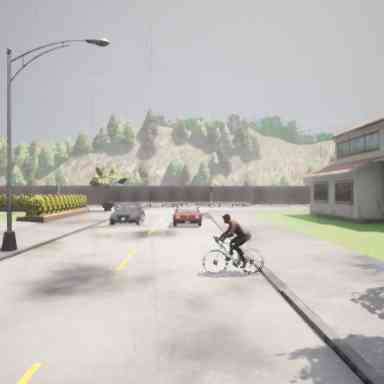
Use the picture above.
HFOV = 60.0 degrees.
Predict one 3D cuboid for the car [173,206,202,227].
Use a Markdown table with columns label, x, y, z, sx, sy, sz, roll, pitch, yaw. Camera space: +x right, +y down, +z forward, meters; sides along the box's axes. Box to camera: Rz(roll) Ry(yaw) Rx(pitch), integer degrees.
| label | x | y | z | sx | sy | sz | roll | pitch | yaw |
| --- | --- | --- | --- | --- | --- | --- | --- | --- | --- |
| car | -0.319 | 1.593 | 22.903 | 1.895 | 1.301 | 4.718 | 0 | 0 | -1 |

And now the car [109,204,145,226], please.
| label | x | y | z | sx | sy | sz | roll | pitch | yaw |
| --- | --- | --- | --- | --- | --- | --- | --- | --- | --- |
| car | -4.457 | 1.557 | 23.419 | 1.994 | 1.385 | 4.181 | 0 | 0 | -1 |

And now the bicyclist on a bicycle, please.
| label | x | y | z | sx | sy | sz | roll | pitch | yaw |
| --- | --- | --- | --- | --- | --- | --- | --- | --- | --- |
| bicyclist on a bicycle | 1.100 | 1.409 | 8.930 | 1.656 | 1.620 | 0.582 | -1 | 1 | -2 |
